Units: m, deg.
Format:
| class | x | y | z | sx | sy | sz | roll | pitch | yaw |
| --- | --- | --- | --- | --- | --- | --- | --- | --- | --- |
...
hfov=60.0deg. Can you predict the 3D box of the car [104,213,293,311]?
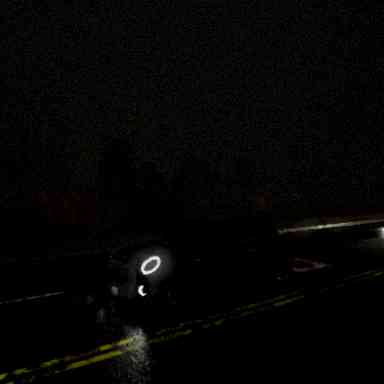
| class | x | y | z | sx | sy | sz | roll | pitch | yaw |
| --- | --- | --- | --- | --- | --- | --- | --- | --- | --- |
| car | 0.294 | 1.357 | 7.911 | 4.553 | 1.767 | 2.097 | 0 | 0 | -36 |
